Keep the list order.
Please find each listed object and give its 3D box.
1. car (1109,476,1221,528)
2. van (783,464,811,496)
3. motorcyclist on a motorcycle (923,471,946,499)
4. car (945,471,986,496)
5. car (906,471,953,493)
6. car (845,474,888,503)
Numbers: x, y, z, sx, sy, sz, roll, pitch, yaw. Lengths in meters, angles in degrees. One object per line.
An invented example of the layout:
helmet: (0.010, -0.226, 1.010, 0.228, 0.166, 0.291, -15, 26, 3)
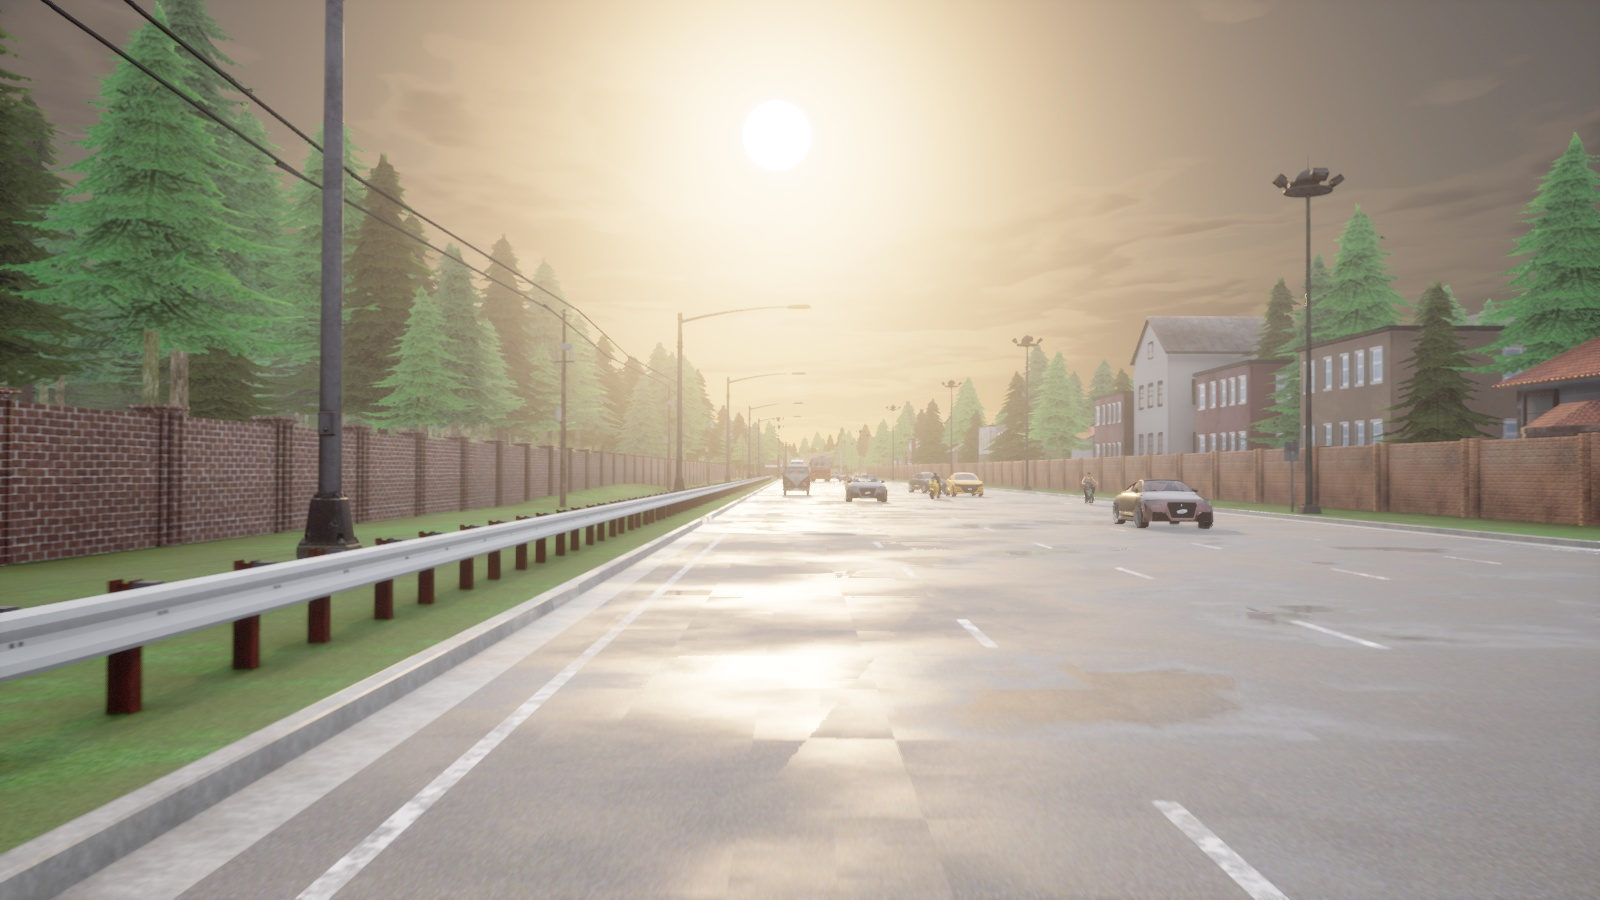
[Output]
car: (10.410, 1.442, 36.165, 1.994, 1.385, 4.181, 0, -1, 0)
van: (-0.202, 1.913, 80.434, 1.775, 1.987, 4.442, 0, -1, 0)
motorcyclist on a motorcycle: (7.516, 1.937, 69.995, 0.797, 1.523, 2.044, 1, -1, 19)
car: (10.323, 2.070, 78.845, 1.882, 1.535, 5.008, 0, -1, 0)
car: (9.436, 2.315, 91.698, 1.837, 1.490, 4.892, 0, -1, -14)
car: (3.340, 1.932, 63.795, 1.994, 1.385, 4.181, 0, -1, 0)
